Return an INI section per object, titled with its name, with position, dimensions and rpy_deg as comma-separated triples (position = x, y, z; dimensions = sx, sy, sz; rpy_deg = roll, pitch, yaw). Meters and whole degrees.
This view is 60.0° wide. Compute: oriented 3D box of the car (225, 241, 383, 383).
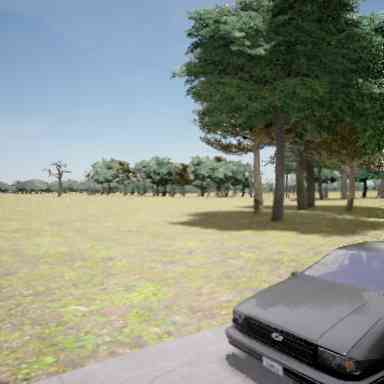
[car]
position = 3.064, 1.554, 5.257
dimensions = 5.357, 1.411, 2.033
rpy_deg = 0, 0, -35
